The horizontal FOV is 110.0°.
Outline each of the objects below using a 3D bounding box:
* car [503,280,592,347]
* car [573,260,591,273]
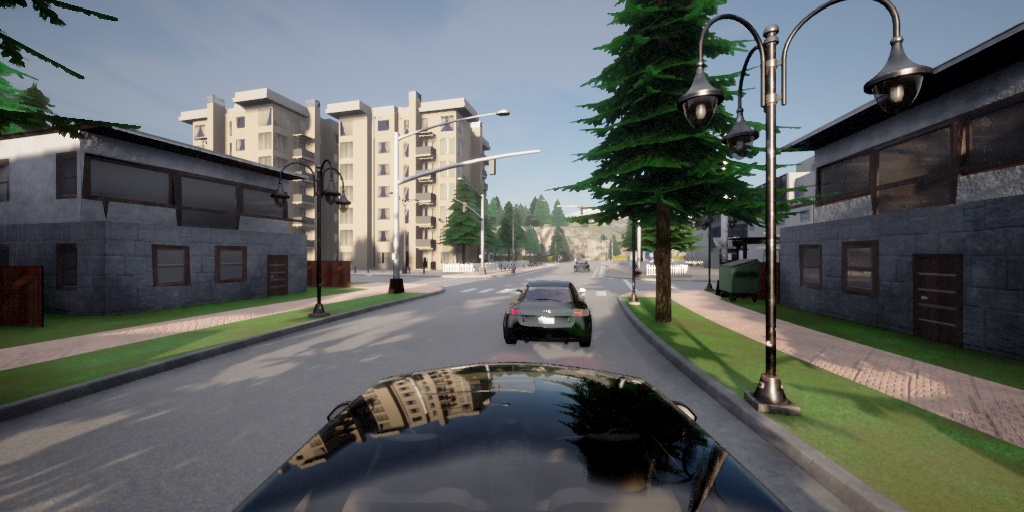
[{"bbox_3d":[1.005,1.314,9.431,1.994,1.385,4.181,0,0,8],"label":"car"},{"bbox_3d":[8.778,1.276,44.965,2.128,1.511,4.902,0,0,14],"label":"car"}]
